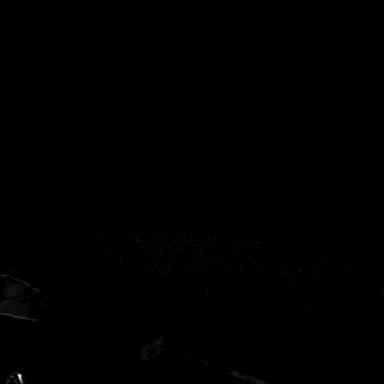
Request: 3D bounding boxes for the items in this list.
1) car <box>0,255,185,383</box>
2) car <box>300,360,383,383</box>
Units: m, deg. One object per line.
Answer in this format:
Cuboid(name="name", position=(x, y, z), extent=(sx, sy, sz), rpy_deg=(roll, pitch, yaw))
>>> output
Cuboid(name="car", position=(-2.069, 1.546, 4.434), extent=(4.313, 1.339, 1.947), rpy_deg=(0, 0, 35))
Cuboid(name="car", position=(2.521, 1.552, 1.164), extent=(4.507, 1.381, 1.887), rpy_deg=(0, 0, 35))
